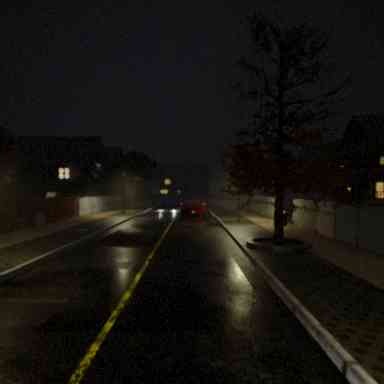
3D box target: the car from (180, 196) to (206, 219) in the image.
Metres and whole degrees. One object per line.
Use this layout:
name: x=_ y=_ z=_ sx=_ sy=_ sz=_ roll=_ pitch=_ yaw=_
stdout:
car: x=0.080 y=1.292 z=26.667 sx=1.882 sy=1.535 sz=5.008 roll=0 pitch=0 yaw=0

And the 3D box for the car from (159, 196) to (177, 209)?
car: x=-2.871 y=1.223 z=40.118 sx=1.882 sy=1.535 sz=5.008 roll=0 pitch=0 yaw=0

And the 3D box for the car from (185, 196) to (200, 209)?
car: x=0.065 y=1.241 z=41.794 sx=1.837 sy=1.490 sz=4.892 roll=0 pitch=0 yaw=0
